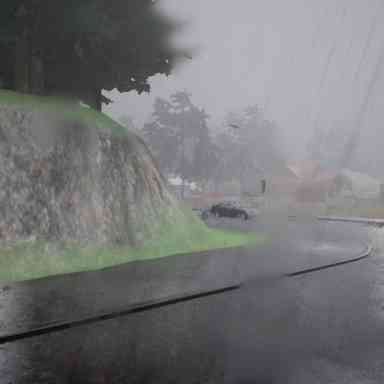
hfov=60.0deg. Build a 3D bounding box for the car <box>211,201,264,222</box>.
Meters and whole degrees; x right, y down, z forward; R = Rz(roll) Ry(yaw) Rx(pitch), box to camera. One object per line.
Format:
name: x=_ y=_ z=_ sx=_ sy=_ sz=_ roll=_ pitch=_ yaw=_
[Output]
car: x=3.532 y=1.491 z=26.479 sx=2.128 sy=1.511 sz=4.902 roll=0 pitch=0 yaw=-36
